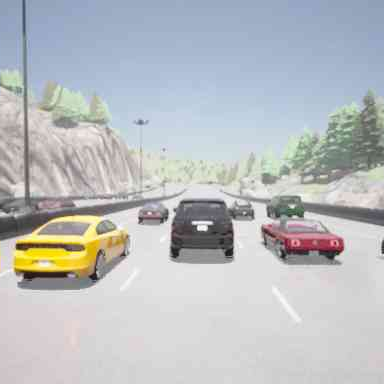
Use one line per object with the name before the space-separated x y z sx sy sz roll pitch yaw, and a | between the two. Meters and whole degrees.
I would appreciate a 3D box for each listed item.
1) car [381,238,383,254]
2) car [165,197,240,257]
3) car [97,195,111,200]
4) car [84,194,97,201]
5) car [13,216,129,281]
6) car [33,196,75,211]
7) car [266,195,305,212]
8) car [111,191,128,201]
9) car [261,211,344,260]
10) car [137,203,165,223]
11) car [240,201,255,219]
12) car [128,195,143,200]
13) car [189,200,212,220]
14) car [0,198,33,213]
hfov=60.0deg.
car | 7.287 1.561 9.330 1.837 1.490 4.892 0 0 2
car | 0.390 1.215 13.046 2.150 2.045 5.566 0 0 1
car | -19.206 1.213 74.695 1.895 1.301 4.718 0 0 1
car | -22.703 1.113 74.811 2.128 1.511 4.902 0 0 1
car | -3.201 1.443 9.833 1.882 1.535 5.008 0 0 2
car | -13.317 1.211 32.951 2.097 1.767 4.553 0 0 1
car | 7.759 1.265 28.096 2.150 2.045 5.566 0 0 1
car | -15.704 0.873 74.610 2.150 2.045 5.566 0 0 1
car | 3.875 1.624 12.601 1.895 1.301 4.718 0 0 2
car | -2.826 1.503 25.082 2.033 1.411 5.357 0 0 2
car | 4.279 1.504 29.102 2.128 1.511 4.902 0 0 1
car | -12.218 1.268 74.140 1.994 1.385 4.181 0 0 1
car | 0.784 1.487 29.313 1.837 1.490 4.892 0 0 1
car | -16.813 1.393 33.213 1.994 1.385 4.181 0 0 1
